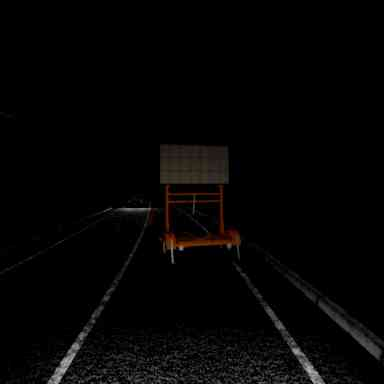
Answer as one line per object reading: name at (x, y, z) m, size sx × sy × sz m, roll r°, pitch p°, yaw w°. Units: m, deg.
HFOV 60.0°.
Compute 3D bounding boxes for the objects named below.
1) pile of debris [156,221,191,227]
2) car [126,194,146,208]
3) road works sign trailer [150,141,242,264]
pile of debris at (-1.064, 1.743, 18.435) m, size 1.860 × 0.140 × 1.500 m, roll 0°, pitch 1°, yaw -5°
car at (-6.374, 1.010, 38.346) m, size 1.812 × 1.442 × 4.674 m, roll 0°, pitch 1°, yaw -7°
road works sign trailer at (0.041, 0.175, 10.817) m, size 2.380 × 3.560 × 2.880 m, roll -1°, pitch 1°, yaw -16°
